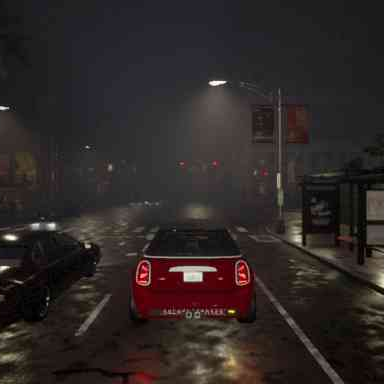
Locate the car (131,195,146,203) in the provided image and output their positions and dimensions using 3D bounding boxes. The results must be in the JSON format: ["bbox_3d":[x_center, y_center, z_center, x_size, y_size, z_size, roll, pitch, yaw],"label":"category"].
[{"bbox_3d":[-11.245,1.355,68.530,2.097,1.767,4.553,0,0,-1],"label":"car"}]

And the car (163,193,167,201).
[{"bbox_3d":[-7.871,1.225,79.729,2.150,2.045,5.566,0,0,-1],"label":"car"}]

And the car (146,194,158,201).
[{"bbox_3d":[-10.711,1.355,89.718,2.097,1.767,4.553,0,0,9],"label":"car"}]

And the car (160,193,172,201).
[{"bbox_3d":[-6.980,1.225,90.595,2.150,2.045,5.566,0,0,9],"label":"car"}]

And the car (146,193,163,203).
[{"bbox_3d":[-7.749,1.478,68.882,1.882,1.535,5.008,0,0,-1],"label":"car"}]

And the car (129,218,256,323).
[{"bbox_3d":[0.006,1.352,7.348,2.097,1.767,4.553,0,0,0],"label":"car"}]

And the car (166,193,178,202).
[{"bbox_3d":[-4.336,1.540,76.732,2.033,1.411,5.357,0,0,0],"label":"car"}]

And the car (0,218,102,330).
[{"bbox_3d":[-3.494,1.547,7.141,2.033,1.411,5.357,0,0,0],"label":"car"}]

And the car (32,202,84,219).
[{"bbox_3d":[-10.686,1.547,27.068,2.033,1.411,5.357,0,0,6],"label":"car"}]

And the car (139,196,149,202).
[{"bbox_3d":[-11.362,1.595,79.117,1.895,1.301,4.718,0,0,-1],"label":"car"}]
